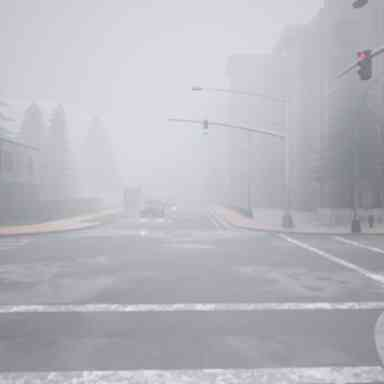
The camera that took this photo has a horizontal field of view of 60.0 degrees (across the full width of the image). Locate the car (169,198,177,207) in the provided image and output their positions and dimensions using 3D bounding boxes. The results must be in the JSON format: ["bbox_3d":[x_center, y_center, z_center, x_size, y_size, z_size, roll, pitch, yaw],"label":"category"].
[{"bbox_3d":[-3.569,1.690,54.461,1.837,1.490,4.892,0,0,0],"label":"car"}]

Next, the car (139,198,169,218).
[{"bbox_3d":[-3.617,1.458,31.293,2.097,1.767,4.553,0,0,0],"label":"car"}]
